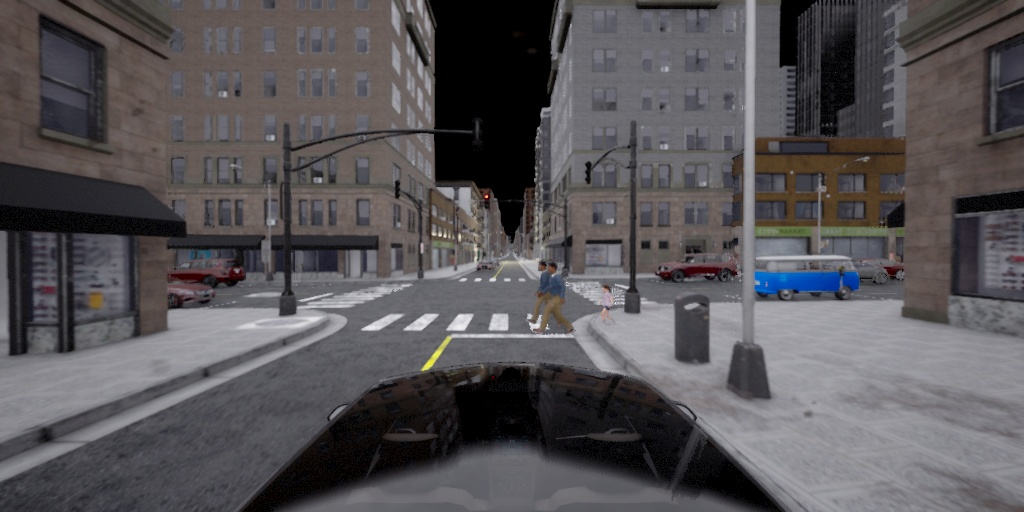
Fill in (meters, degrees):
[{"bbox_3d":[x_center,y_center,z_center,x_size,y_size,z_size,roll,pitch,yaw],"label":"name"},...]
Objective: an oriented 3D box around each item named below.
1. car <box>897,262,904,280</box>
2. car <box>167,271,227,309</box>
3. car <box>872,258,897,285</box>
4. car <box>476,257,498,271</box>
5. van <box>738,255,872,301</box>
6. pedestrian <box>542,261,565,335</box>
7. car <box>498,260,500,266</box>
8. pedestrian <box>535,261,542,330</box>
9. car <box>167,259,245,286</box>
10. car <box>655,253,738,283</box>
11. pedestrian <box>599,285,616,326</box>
[{"bbox_3d":[23.318,0.832,23.563,4.507,1.381,1.888,0,0,0],"label":"car"},{"bbox_3d":[-14.815,1.449,14.952,4.207,1.307,1.802,0,0,0],"label":"car"},{"bbox_3d":[19.134,0.937,20.882,4.181,1.385,1.994,-1,1,0],"label":"car"},{"bbox_3d":[-3.074,1.082,42.162,1.994,1.385,4.181,0,0,0],"label":"car"},{"bbox_3d":[12.121,0.876,15.013,3.998,1.789,1.690,0,0,0],"label":"van"},{"bbox_3d":[0.997,1.001,8.684,0.375,1.860,0.375,0,1,0],"label":"pedestrian"},{"bbox_3d":[-3.037,0.934,58.739,2.128,1.511,4.902,0,0,1],"label":"car"},{"bbox_3d":[0.915,0.994,9.882,0.375,1.860,0.375,0,1,0],"label":"pedestrian"},{"bbox_3d":[-20.341,1.141,23.465,5.009,1.841,2.192,0,0,0],"label":"car"},{"bbox_3d":[12.100,0.740,23.538,5.009,1.841,2.192,0,0,0],"label":"car"},{"bbox_3d":[2.497,1.225,9.285,0.500,1.100,0.500,0,1,0],"label":"pedestrian"}]
